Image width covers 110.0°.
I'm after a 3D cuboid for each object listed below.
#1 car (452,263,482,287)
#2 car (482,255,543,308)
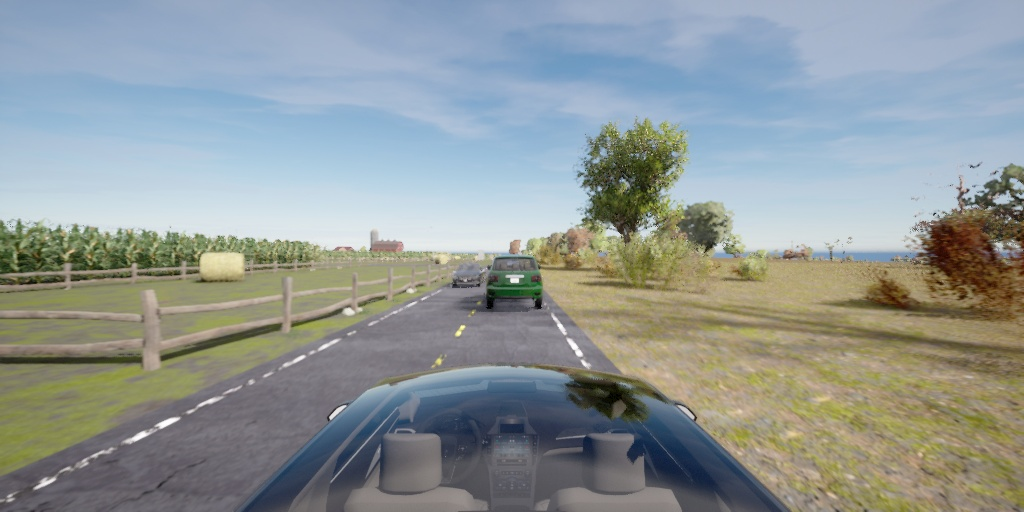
[{"bbox_3d":[-2.857,1.250,24.267,1.837,1.490,4.892,0,0,0],"label":"car"},{"bbox_3d":[0.094,0.966,15.386,2.150,2.045,5.566,0,0,0],"label":"car"}]
